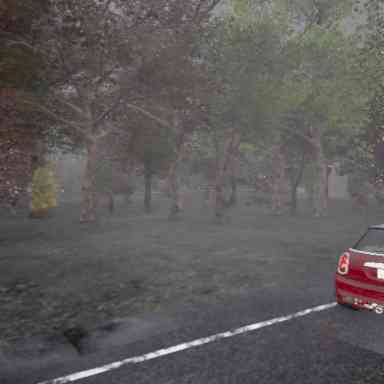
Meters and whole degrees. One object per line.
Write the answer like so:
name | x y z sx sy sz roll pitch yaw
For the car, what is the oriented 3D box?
car | 4.861 1.328 6.402 4.553 1.767 2.097 0 0 -33
